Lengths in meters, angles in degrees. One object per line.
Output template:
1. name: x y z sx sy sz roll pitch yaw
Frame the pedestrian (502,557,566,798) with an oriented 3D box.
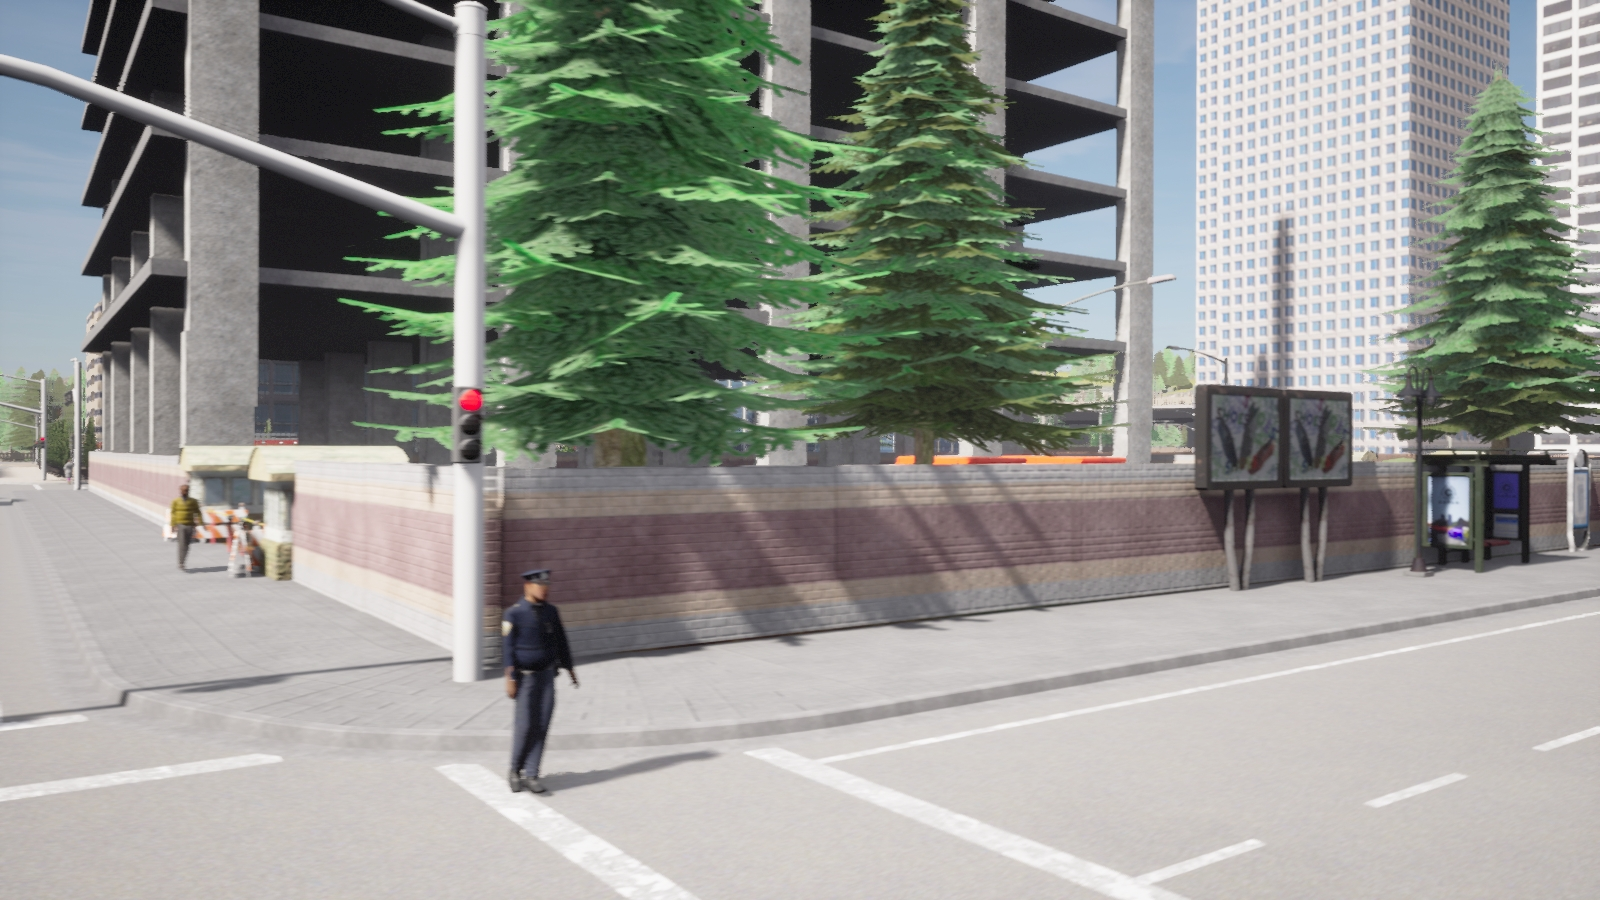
1. pedestrian: -2.172 1.831 9.320 0.375 1.860 0.375 0 0 -38

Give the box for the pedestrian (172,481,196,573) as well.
1. pedestrian: -12.685 1.574 23.526 0.375 1.860 0.375 0 0 -35
